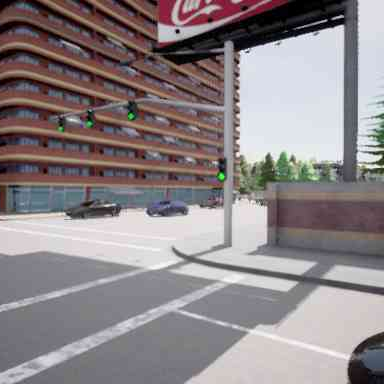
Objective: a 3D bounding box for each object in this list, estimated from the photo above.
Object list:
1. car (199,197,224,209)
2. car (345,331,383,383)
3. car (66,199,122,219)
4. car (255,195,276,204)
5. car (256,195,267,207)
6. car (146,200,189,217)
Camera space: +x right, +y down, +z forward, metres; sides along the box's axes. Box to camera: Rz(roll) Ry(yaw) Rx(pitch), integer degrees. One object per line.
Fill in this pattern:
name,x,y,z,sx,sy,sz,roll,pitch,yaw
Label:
car,2.714,1.404,42.708,1.812,1.442,4.674,0,0,35
car,3.414,1.488,1.520,5.008,1.535,1.882,0,0,36
car,-8.032,1.383,27.502,1.837,1.490,4.892,0,1,35
car,12.469,1.209,56.387,1.812,1.442,4.674,0,0,35
car,11.622,1.404,49.217,1.837,1.490,4.892,0,0,36
car,-2.094,1.424,29.815,1.812,1.442,4.674,0,0,35
